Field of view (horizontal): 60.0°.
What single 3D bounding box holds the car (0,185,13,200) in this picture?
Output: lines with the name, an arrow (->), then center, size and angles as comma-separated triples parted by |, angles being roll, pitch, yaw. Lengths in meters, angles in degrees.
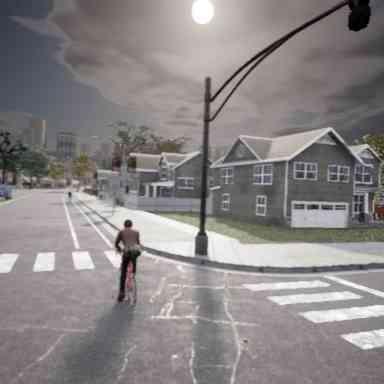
car -> -26.519, 0.063, 46.426 | 2.150, 2.045, 5.566 | 2, 0, -22

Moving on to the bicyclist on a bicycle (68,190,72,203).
bicyclist on a bicycle -> -16.184, 0.619, 44.102 | 0.659, 1.776, 1.843 | 2, 0, -22

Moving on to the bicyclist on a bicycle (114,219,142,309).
bicyclist on a bicycle -> -1.293, 1.390, 6.733 | 0.582, 1.620, 1.656 | 3, 0, -22
